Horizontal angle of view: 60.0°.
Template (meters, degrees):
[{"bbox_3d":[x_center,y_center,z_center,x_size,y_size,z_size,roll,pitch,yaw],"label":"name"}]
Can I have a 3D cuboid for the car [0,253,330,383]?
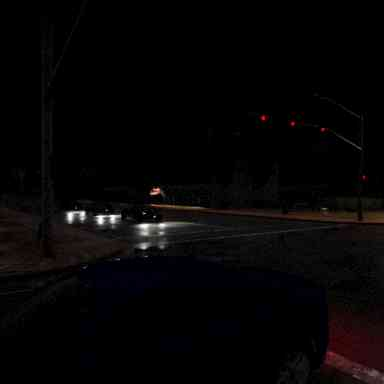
[{"bbox_3d":[-0.669,1.478,3.366,5.008,1.535,1.882,0,0,-35],"label":"car"}]

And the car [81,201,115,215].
[{"bbox_3d":[-9.312,1.564,33.452,1.994,1.385,4.181,0,0,-35],"label":"car"}]

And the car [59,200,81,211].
[{"bbox_3d":[-15.146,1.600,41.663,1.895,1.301,4.718,0,0,-35],"label":"car"}]

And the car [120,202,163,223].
[{"bbox_3d":[-4.085,1.525,26.133,1.812,1.442,4.674,0,0,-36],"label":"car"}]
